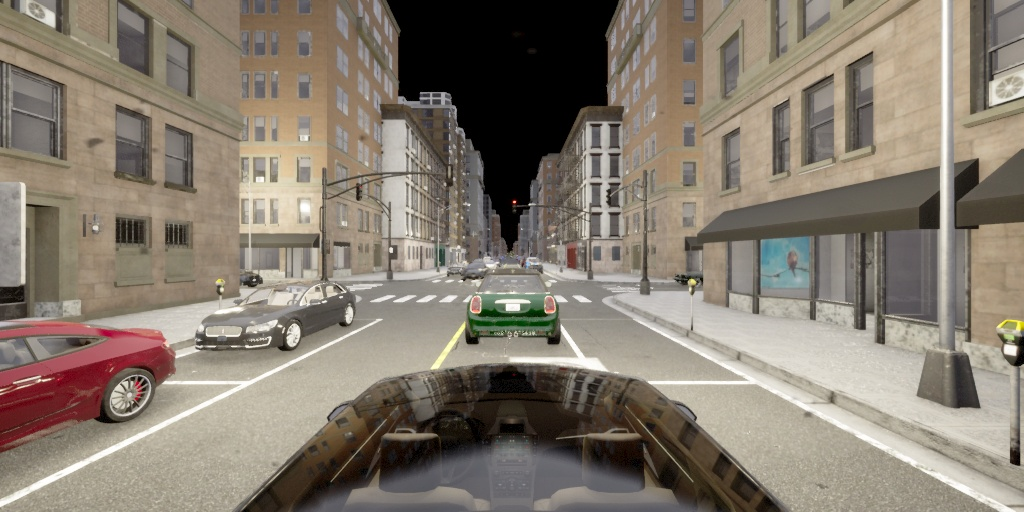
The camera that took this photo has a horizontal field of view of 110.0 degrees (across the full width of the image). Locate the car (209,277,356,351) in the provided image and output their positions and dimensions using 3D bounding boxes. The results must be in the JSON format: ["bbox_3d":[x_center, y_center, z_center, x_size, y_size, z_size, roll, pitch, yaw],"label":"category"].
[{"bbox_3d":[-5.389,1.300,8.843,2.007,1.370,4.403,0,0,0],"label":"car"}]

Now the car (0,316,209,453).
[{"bbox_3d":[-5.389,1.332,3.161,1.802,1.307,4.207,0,0,0],"label":"car"}]

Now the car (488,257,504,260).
[{"bbox_3d":[-2.830,1.289,61.662,2.033,1.411,5.357,0,0,0],"label":"car"}]

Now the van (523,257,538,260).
[{"bbox_3d":[2.637,1.084,46.533,1.690,1.789,3.998,0,0,0],"label":"van"}]

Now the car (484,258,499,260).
[{"bbox_3d":[-2.855,1.270,44.229,1.812,1.442,4.674,0,0,0],"label":"car"}]

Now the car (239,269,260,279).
[{"bbox_3d":[-17.145,1.223,21.077,4.181,1.385,1.994,0,0,0],"label":"car"}]

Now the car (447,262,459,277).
[{"bbox_3d":[-5.393,1.296,35.719,2.007,1.370,4.403,0,0,0],"label":"car"}]

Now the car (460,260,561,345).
[{"bbox_3d":[0.040,1.102,9.685,2.097,1.767,4.553,0,0,1],"label":"car"}]

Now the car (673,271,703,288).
[{"bbox_3d":[13.495,1.431,24.079,4.718,1.301,1.895,0,0,0],"label":"car"}]

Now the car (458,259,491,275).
[{"bbox_3d":[-2.854,1.253,28.733,1.837,1.490,4.892,0,0,0],"label":"car"}]

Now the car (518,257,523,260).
[{"bbox_3d":[2.640,1.056,62.752,2.192,1.841,5.009,0,0,0],"label":"car"}]
